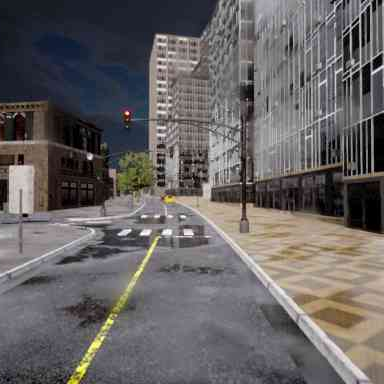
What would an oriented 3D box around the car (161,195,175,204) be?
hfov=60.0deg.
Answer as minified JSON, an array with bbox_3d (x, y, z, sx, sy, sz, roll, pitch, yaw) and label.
[{"bbox_3d":[-4.454,1.467,65.488,1.882,1.535,5.008,0,0,-8],"label":"car"}]
